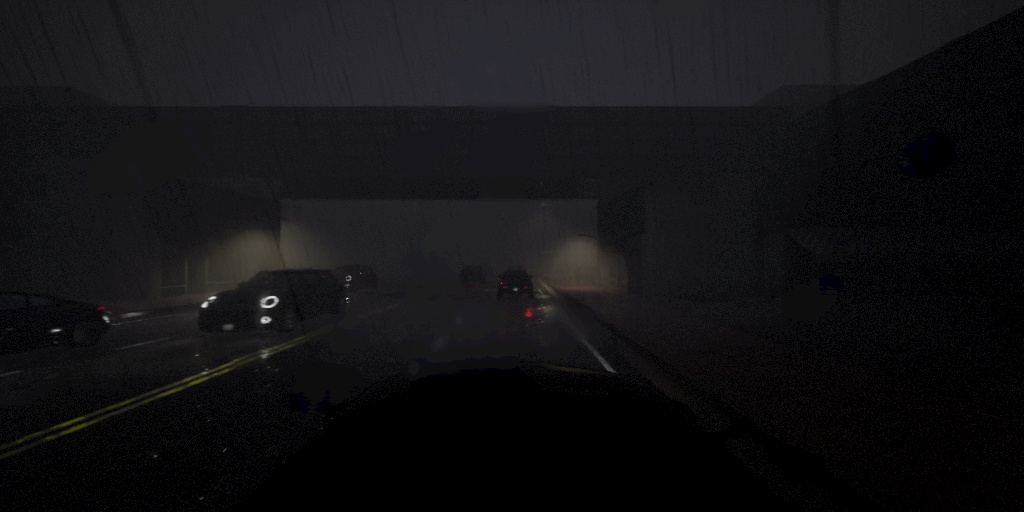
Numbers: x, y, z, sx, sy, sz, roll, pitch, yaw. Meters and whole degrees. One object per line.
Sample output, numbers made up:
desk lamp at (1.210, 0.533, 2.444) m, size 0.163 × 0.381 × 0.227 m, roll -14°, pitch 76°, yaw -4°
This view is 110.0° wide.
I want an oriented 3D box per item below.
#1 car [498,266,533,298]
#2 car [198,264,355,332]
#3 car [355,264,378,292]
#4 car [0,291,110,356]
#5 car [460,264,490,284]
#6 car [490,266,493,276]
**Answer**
car at (0.195, 1.482, 20.005) m, size 1.812 × 1.442 × 4.674 m, roll 0°, pitch -1°, yaw 1°
car at (-7.055, 1.205, 11.165) m, size 2.097 × 1.767 × 4.553 m, roll 0°, pitch -1°, yaw 0°
car at (-10.443, 1.338, 23.107) m, size 2.097 × 1.767 × 4.553 m, roll 0°, pitch -1°, yaw 1°
car at (-10.576, 1.365, 6.745) m, size 1.994 × 1.385 × 4.181 m, roll 0°, pitch -1°, yaw 0°
car at (-3.255, 1.556, 31.016) m, size 1.882 × 1.535 × 5.008 m, roll 0°, pitch -1°, yaw 0°
car at (-3.409, 1.721, 44.439) m, size 2.128 × 1.511 × 4.902 m, roll 0°, pitch -1°, yaw -2°
